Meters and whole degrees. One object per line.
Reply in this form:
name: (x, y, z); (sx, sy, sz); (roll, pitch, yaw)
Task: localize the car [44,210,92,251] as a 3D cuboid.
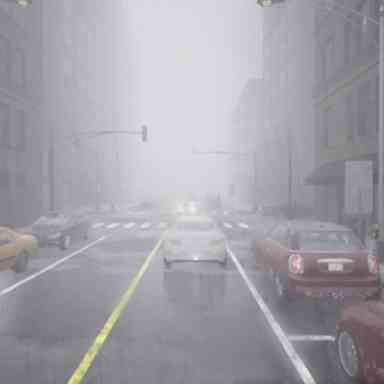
car: (-5.391, 1.459, 13.549); (2.008, 1.369, 4.403); (0, 0, 0)

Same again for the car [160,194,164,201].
car: (-5.398, 1.230, 46.312); (1.887, 1.381, 4.507); (0, 0, 0)

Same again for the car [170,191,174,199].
car: (-5.403, 1.090, 69.039); (1.947, 1.339, 4.313); (0, 0, 0)

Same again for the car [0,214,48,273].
car: (-5.390, 1.472, 7.861); (1.752, 1.417, 4.829); (0, 0, 0)

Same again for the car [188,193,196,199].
car: (-0.019, 0.973, 80.801); (1.895, 1.301, 4.718); (0, 0, 0)

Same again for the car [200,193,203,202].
car: (2.625, 1.228, 52.003); (1.802, 1.307, 4.206); (0, 0, 0)

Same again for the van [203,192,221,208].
van: (2.628, 1.065, 40.639); (1.690, 1.788, 3.998); (0, 0, 0)

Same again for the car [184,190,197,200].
car: (-0.016, 0.862, 70.738); (2.097, 1.767, 4.553); (0, 0, 0)

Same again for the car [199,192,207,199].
car: (2.619, 0.879, 80.408); (1.967, 1.590, 4.097); (0, 0, 0)

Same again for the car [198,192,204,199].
car: (2.623, 1.148, 63.366); (1.802, 1.307, 4.206); (0, 0, 0)

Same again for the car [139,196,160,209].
car: (-5.397, 1.275, 40.630); (2.008, 1.369, 4.403); (0, 0, 0)

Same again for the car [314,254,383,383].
car: (2.637, 1.564, 2.523); (1.802, 1.307, 4.206); (0, 0, 0)

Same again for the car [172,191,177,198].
car: (-5.406, 1.005, 80.402); (1.947, 1.339, 4.313); (0, 0, 0)

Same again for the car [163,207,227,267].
car: (0.096, 1.451, 10.986); (1.812, 1.442, 4.674); (0, 1, 0)

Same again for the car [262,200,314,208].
car: (7.833, 1.362, 25.497); (5.008, 1.535, 1.882); (0, -1, -10)

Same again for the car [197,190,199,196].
car: (2.622, 0.838, 69.045); (2.192, 1.841, 5.009); (0, 0, 0)

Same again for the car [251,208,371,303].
car: (2.635, 1.385, 8.041); (1.967, 1.590, 4.097); (0, 0, 0)

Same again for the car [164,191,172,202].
car: (-5.402, 1.093, 63.187); (1.752, 1.417, 4.829); (0, 0, 0)

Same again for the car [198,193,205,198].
car: (2.616, 0.904, 91.771); (2.008, 1.369, 4.403); (0, 0, 0)
